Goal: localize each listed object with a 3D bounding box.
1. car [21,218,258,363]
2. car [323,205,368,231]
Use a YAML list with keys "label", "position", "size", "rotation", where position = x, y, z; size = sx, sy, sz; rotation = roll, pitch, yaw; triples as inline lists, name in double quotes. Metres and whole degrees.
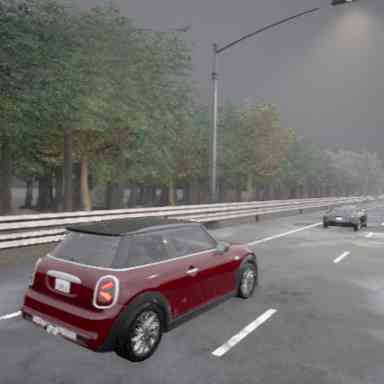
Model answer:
- label: "car"
  position: [-0.499, 1.262, 6.148]
  size: [2.097, 1.767, 4.553]
  rotation: [2, 1, 35]
- label: "car"
  position: [9.465, 1.491, 20.422]
  size: [1.994, 1.385, 4.181]
  rotation: [2, 1, 35]
